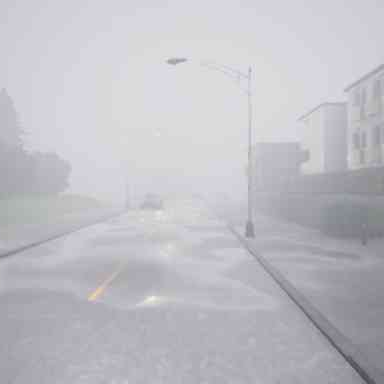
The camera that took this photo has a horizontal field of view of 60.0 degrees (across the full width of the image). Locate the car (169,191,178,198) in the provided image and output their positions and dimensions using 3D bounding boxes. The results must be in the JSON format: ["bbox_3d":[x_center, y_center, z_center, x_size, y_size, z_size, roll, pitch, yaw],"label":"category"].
[{"bbox_3d":[-4.029,0.480,74.311,1.882,1.535,5.008,0,1,0],"label":"car"}]

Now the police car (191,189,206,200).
[{"bbox_3d":[1.176,0.614,64.108,1.930,1.638,5.238,0,1,0],"label":"police car"}]

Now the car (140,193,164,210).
[{"bbox_3d":[-4.088,0.916,34.434,2.097,1.767,4.553,0,1,0],"label":"car"}]
